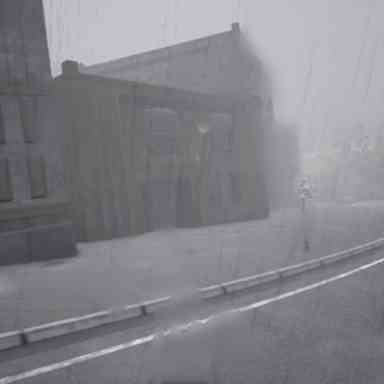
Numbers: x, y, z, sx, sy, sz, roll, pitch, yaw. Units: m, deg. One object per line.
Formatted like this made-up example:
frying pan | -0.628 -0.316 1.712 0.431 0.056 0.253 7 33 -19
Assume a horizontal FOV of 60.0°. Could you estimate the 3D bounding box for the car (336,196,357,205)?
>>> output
car | 27.251 1.417 58.997 1.837 1.490 4.892 -5 -2 -1
